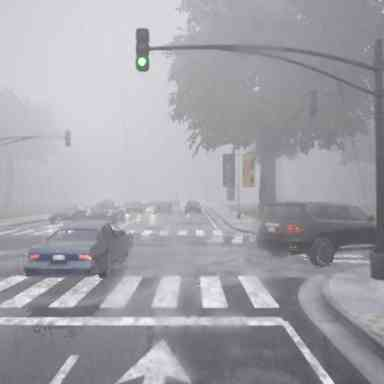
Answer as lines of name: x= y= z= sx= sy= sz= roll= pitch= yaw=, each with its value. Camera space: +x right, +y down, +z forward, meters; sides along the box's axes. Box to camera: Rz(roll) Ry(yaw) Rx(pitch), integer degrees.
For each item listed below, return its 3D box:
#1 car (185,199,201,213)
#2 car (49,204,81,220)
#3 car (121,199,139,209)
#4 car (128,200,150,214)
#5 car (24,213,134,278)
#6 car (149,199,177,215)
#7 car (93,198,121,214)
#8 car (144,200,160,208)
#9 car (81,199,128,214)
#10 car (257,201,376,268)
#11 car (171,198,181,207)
car: x=0.097 y=1.861 z=40.542 sx=1.895 sy=1.301 sz=4.718 roll=0 pitch=0 yaw=0
car: x=-9.840 y=1.701 z=27.014 sx=1.812 sy=1.442 sz=4.674 roll=0 pitch=0 yaw=1
car: x=-9.818 y=1.896 z=52.671 sx=1.994 sy=1.385 sz=4.181 roll=0 pitch=0 yaw=0
car: x=-6.590 y=1.802 z=39.575 sx=2.033 sy=1.411 sz=5.357 roll=0 pitch=0 yaw=0
car: x=-3.151 y=1.616 z=10.380 sx=2.033 sy=1.411 sz=5.357 roll=0 pitch=0 yaw=0
car: x=-3.152 y=1.786 z=36.984 sx=2.033 sy=1.411 sz=5.357 roll=0 pitch=0 yaw=0
car: x=-9.841 y=1.602 z=39.007 sx=2.097 sy=1.767 sz=4.553 roll=0 pitch=0 yaw=0
car: x=-6.550 y=1.944 z=54.794 sx=1.895 sy=1.301 sz=4.718 roll=0 pitch=0 yaw=0
car: x=-6.598 y=1.519 z=25.654 sx=2.097 sy=1.767 sz=4.553 roll=0 pitch=0 yaw=0
car: x=4.952 y=1.371 z=11.973 sx=5.566 sy=2.045 sz=2.150 roll=2 pitch=-3 yaw=-28
car: x=-3.210 y=1.872 z=61.285 sx=2.128 sy=1.511 sz=4.902 roll=0 pitch=0 yaw=0
